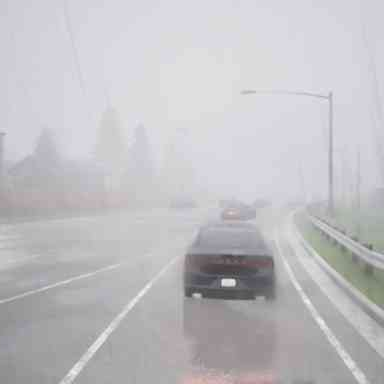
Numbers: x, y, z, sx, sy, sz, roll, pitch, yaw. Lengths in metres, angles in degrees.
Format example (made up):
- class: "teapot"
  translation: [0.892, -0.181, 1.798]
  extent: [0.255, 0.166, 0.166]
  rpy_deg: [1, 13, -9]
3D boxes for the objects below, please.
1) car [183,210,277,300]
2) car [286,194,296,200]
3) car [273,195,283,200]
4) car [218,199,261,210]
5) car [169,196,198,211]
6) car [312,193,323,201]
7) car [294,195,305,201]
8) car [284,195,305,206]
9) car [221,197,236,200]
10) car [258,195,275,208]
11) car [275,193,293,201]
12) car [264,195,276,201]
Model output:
- class: "car"
  translation: [0.977, 1.469, 8.452]
  extent: [1.882, 1.535, 5.008]
  rpy_deg: [0, 0, 7]
- class: "car"
  translation: [26.991, 1.413, 90.657]
  extent: [1.837, 1.490, 4.892]
  rpy_deg: [0, 0, 26]
- class: "car"
  translation: [23.736, 1.507, 91.966]
  extent: [1.895, 1.301, 4.718]
  rpy_deg: [0, 0, 26]
- class: "car"
  translation: [3.788, 1.538, 26.401]
  extent: [1.994, 1.385, 4.181]
  rpy_deg: [0, 0, 26]
- class: "car"
  translation: [-0.947, 1.312, 40.722]
  extent: [2.097, 1.767, 4.553]
  rpy_deg: [0, 0, 26]
- class: "car"
  translation: [32.216, 1.144, 85.383]
  extent: [2.150, 2.045, 5.566]
  rpy_deg: [0, 0, 26]
- class: "car"
  translation: [26.282, 1.400, 81.156]
  extent: [1.882, 1.535, 5.008]
  rpy_deg: [0, 0, 26]
- class: "car"
  translation: [16.280, 1.551, 52.223]
  extent: [1.895, 1.301, 4.718]
  rpy_deg: [0, 0, 26]
- class: "car"
  translation: [5.205, 1.434, 45.404]
  extent: [1.882, 1.535, 5.008]
  rpy_deg: [0, 0, 26]
- class: "car"
  translation: [10.033, 1.518, 47.345]
  extent: [1.994, 1.385, 4.181]
  rpy_deg: [0, 0, 26]
- class: "car"
  translation: [22.600, 1.147, 81.582]
  extent: [2.150, 2.045, 5.566]
  rpy_deg: [0, 0, 26]
- class: "car"
  translation: [19.536, 1.473, 83.287]
  extent: [1.994, 1.385, 4.181]
  rpy_deg: [0, 0, 26]
